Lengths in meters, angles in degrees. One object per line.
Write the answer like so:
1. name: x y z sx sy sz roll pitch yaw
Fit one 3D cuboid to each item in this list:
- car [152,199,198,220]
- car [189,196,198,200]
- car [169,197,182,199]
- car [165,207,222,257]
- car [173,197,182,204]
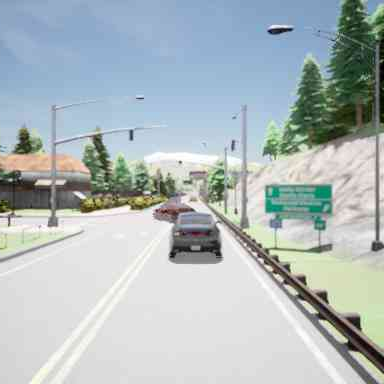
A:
1. car: -1.579 1.602 27.217 1.882 1.535 5.008 1 -1 -28
2. car: 0.319 1.578 73.198 1.882 1.535 5.008 0 0 0
3. car: -3.299 1.729 57.941 1.837 1.490 4.892 0 0 1
4. car: 0.135 1.557 13.148 1.837 1.490 4.892 0 0 0
5. car: -3.181 1.809 73.403 1.812 1.442 4.674 0 0 0
